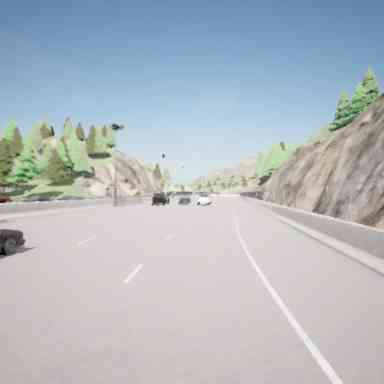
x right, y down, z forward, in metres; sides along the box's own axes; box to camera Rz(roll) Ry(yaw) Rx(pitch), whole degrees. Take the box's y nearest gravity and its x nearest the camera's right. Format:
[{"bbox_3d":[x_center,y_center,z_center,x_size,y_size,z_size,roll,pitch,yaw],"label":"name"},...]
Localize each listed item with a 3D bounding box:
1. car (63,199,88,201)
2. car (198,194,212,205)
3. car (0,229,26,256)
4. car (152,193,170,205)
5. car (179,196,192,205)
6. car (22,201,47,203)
[{"bbox_3d":[-16.927,1.346,48.343,2.033,1.411,5.357,1,0,7],"label":"car"},{"bbox_3d":[2.336,1.301,60.917,2.150,2.045,5.566,1,0,6],"label":"car"},{"bbox_3d":[-7.173,1.454,9.698,2.033,1.411,5.357,1,0,5],"label":"car"},{"bbox_3d":[-5.209,1.192,56.382,2.150,2.045,5.566,1,0,6],"label":"car"},{"bbox_3d":[-1.192,1.522,61.335,2.128,1.511,4.902,1,0,7],"label":"car"},{"bbox_3d":[-23.650,1.256,51.142,2.033,1.411,5.357,1,0,7],"label":"car"}]
